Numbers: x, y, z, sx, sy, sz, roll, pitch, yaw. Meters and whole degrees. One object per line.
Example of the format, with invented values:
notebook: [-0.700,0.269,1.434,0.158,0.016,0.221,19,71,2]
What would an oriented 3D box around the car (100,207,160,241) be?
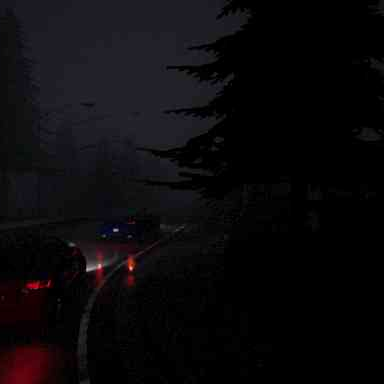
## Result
car: [-2.947,1.496,16.796,1.882,1.535,5.008,0,0,8]

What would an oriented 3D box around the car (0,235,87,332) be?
car: [-3.473,1.568,6.904,1.994,1.385,4.181,0,0,-11]

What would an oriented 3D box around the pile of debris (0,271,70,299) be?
pile of debris: [-3.967,2.185,7.951,1.500,0.140,1.860,0,0,-4]
